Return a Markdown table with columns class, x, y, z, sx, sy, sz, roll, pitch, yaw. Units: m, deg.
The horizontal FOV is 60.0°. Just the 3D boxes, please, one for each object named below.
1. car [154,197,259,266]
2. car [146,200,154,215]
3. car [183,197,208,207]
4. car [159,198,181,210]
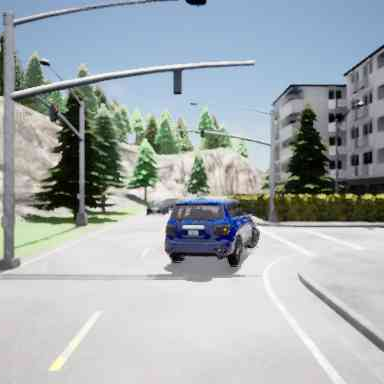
| class | x | y | z | sx | sy | sz | roll | pitch | yaw |
| --- | --- | --- | --- | --- | --- | --- | --- | --- | --- |
| car | 0.889 | 1.239 | 11.942 | 2.150 | 2.045 | 5.566 | -2 | 0 | 18 |
| car | -3.489 | 1.534 | 33.848 | 2.128 | 1.511 | 4.902 | 0 | 0 | 1 |
| car | 0.636 | 1.559 | 54.808 | 2.128 | 1.511 | 4.902 | 0 | 0 | 29 |
| car | -2.846 | 1.560 | 44.199 | 1.837 | 1.490 | 4.892 | 0 | 0 | 11 |
